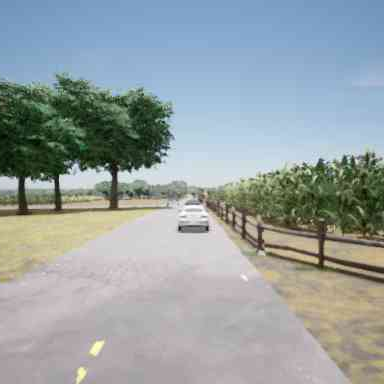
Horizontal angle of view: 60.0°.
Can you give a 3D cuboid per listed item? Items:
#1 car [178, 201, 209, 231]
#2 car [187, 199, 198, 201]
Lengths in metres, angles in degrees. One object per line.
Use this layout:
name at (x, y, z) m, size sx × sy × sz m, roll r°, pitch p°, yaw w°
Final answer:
car at (0.096, 1.553, 20.937) m, size 1.812 × 1.442 × 4.674 m, roll 0°, pitch 0°, yaw 0°
car at (0.094, 1.635, 38.549) m, size 1.837 × 1.490 × 4.892 m, roll 0°, pitch -1°, yaw 0°
